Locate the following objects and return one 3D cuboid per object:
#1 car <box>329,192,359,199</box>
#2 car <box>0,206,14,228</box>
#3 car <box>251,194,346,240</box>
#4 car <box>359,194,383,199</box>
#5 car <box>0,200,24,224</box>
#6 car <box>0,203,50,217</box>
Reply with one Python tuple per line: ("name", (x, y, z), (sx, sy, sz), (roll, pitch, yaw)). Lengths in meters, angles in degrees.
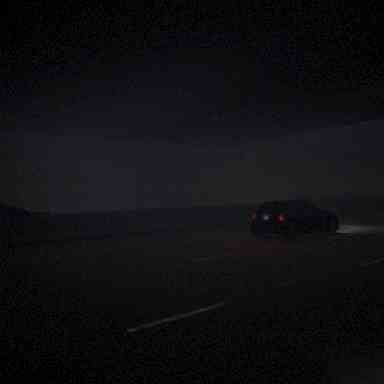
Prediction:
("car", (21.100, 0.805, 44.943), (5.008, 1.535, 1.882), (-1, 1, -35))
("car", (-13.573, 1.597, 20.107), (4.718, 1.301, 1.895), (-1, 1, -36))
("car", (5.002, 1.146, 15.963), (4.553, 1.767, 2.097), (-1, 1, -36))
("car", (23.932, 0.912, 42.670), (4.718, 1.301, 1.895), (-1, 1, -35))
("car", (-14.849, 1.460, 23.499), (5.008, 1.535, 1.882), (-1, 1, -36))
("car", (-10.476, 1.522, 18.021), (5.357, 1.411, 2.033), (-1, 1, -36))
